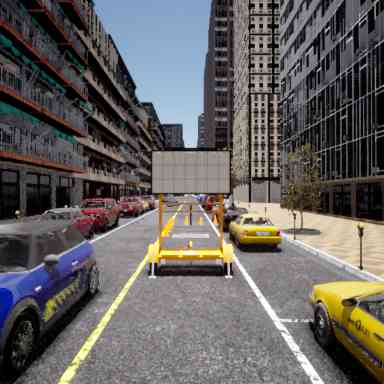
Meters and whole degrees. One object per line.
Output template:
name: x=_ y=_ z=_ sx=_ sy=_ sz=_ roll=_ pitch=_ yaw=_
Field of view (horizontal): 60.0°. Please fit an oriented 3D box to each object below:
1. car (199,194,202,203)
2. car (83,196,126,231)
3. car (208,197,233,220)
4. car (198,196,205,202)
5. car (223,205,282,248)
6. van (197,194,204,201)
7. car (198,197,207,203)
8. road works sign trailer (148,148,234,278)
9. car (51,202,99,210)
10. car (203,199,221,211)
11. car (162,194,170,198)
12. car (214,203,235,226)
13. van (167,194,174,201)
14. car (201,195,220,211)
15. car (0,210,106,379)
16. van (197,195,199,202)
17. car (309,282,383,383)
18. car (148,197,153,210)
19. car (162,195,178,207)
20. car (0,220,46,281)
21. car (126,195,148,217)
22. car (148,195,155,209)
car: x=2.495 y=1.378 z=48.559 sx=2.192 sy=1.841 sz=5.009 roll=0 pitch=0 yaw=0
car: x=-5.766 y=1.329 z=20.209 sx=2.192 sy=1.841 sz=5.009 roll=0 pitch=0 yaw=0
car: x=2.589 y=1.460 z=25.907 sx=1.967 sy=1.590 sz=4.097 roll=0 pitch=0 yaw=0
car: x=2.351 y=1.764 z=82.538 sx=1.802 sy=1.307 sz=4.206 roll=0 pitch=0 yaw=0
car: x=2.635 y=1.533 z=14.750 sx=1.752 sy=1.417 sz=4.829 roll=0 pitch=0 yaw=0
van: x=2.328 y=1.547 z=88.202 sx=1.690 sy=1.788 sz=3.998 roll=0 pitch=0 yaw=0
car: x=2.375 y=1.742 z=76.876 sx=1.802 sy=1.307 sz=4.206 roll=0 pitch=0 yaw=0
road works sign trailer: x=-0.034 y=0.468 z=10.102 sx=2.380 sy=3.560 sz=2.880 roll=0 pitch=0 yaw=0
car: x=-5.744 y=1.448 z=14.545 sx=1.967 sy=1.590 sz=4.097 roll=0 pitch=0 yaw=0
car: x=2.518 y=1.600 z=42.897 sx=2.008 sy=1.369 sz=4.403 roll=0 pitch=0 yaw=0
car: x=-5.981 y=1.704 z=71.177 sx=1.947 sy=1.339 sz=4.313 roll=0 pitch=0 yaw=0
car: x=2.612 y=1.580 z=20.244 sx=1.947 sy=1.339 sz=4.313 roll=0 pitch=0 yaw=0
van: x=-6.076 y=1.575 z=93.832 sx=1.690 sy=1.788 sz=3.998 roll=0 pitch=0 yaw=0
car: x=2.542 y=1.352 z=37.234 sx=2.192 sy=1.841 sz=5.009 roll=0 pitch=0 yaw=0
car: x=-3.124 y=1.353 z=5.523 sx=2.097 sy=1.767 sz=4.553 roll=0 pitch=0 yaw=0
van: x=2.400 y=1.480 z=71.213 sx=1.690 sy=1.788 sz=3.998 roll=0 pitch=0 yaw=0
car: x=2.683 y=1.526 z=3.425 sx=1.752 sy=1.417 sz=4.829 roll=0 pitch=0 yaw=0
car: x=-5.838 y=1.562 z=37.029 sx=1.752 sy=1.417 sz=4.829 roll=0 pitch=0 yaw=0
car: x=-3.221 y=1.640 z=53.496 sx=1.994 sy=1.385 sz=4.181 roll=0 pitch=0 yaw=0
car: x=-5.721 y=1.585 z=8.882 sx=1.802 sy=1.307 sz=4.206 roll=0 pitch=0 yaw=0
car: x=-5.813 y=1.342 z=31.535 sx=2.192 sy=1.841 sz=5.009 roll=0 pitch=0 yaw=0
car: x=-5.861 y=1.364 z=42.863 sx=2.192 sy=1.841 sz=5.009 roll=0 pitch=0 yaw=0
